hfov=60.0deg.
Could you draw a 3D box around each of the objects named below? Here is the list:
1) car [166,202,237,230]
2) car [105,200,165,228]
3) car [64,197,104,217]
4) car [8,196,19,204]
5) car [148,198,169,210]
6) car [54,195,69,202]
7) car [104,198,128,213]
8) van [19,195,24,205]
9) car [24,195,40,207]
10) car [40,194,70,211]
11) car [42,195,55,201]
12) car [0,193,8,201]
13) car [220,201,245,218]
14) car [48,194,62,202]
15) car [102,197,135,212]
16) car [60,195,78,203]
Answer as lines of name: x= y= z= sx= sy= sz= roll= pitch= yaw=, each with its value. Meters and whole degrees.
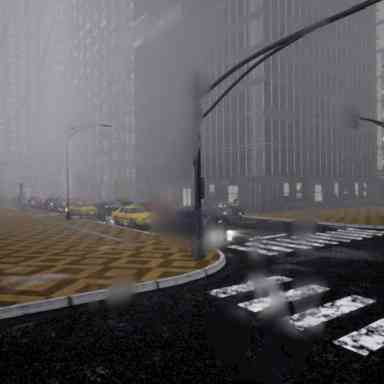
car: x=0.488 y=1.557 z=21.031 sx=1.994 sy=1.385 sz=4.181 roll=-1 pitch=1 yaw=-36
car: x=-4.013 y=1.551 z=22.844 sx=1.752 sy=1.417 sz=4.829 roll=-1 pitch=1 yaw=-36
car: x=-10.448 y=1.533 z=31.908 sx=1.752 sy=1.417 sz=4.829 roll=-1 pitch=1 yaw=-36
car: x=-33.220 y=1.494 z=63.652 sx=2.008 sy=1.369 sz=4.403 roll=-1 pitch=1 yaw=-36
car: x=-4.058 y=1.327 z=36.716 sx=1.967 sy=1.590 sz=4.097 roll=-1 pitch=1 yaw=-36
car: x=-26.824 y=1.406 z=68.255 sx=1.802 sy=1.307 sz=4.206 roll=-1 pitch=1 yaw=-36
car: x=-8.082 y=1.518 z=32.940 sx=2.033 sy=1.411 sz=5.357 roll=-1 pitch=1 yaw=-36
van: x=-26.730 y=1.302 z=54.629 sx=1.690 sy=1.788 sz=3.998 roll=-1 pitch=1 yaw=-36
car: x=-23.483 y=1.411 z=50.120 sx=1.967 sy=1.590 sz=4.097 roll=-1 pitch=1 yaw=-36
car: x=-16.991 y=1.429 z=41.099 sx=1.967 sy=1.590 sz=4.097 roll=-1 pitch=1 yaw=-36
car: x=-33.416 y=1.330 z=77.413 sx=1.752 sy=1.417 sz=4.829 roll=-1 pitch=1 yaw=-36
car: x=-46.204 y=1.449 z=81.693 sx=1.887 sy=1.381 sz=4.507 roll=-1 pitch=1 yaw=-36
car: x=2.494 y=1.454 z=27.736 sx=2.008 sy=1.369 sz=4.403 roll=-1 pitch=1 yaw=-36
car: x=-30.071 y=1.255 z=72.764 sx=1.967 sy=1.590 sz=4.097 roll=-1 pitch=1 yaw=-36
car: x=-8.661 y=1.395 z=38.811 sx=1.882 sy=1.535 sz=5.008 roll=-1 pitch=1 yaw=-36
car: x=-23.579 y=1.384 z=63.744 sx=2.008 sy=1.369 sz=4.403 roll=-1 pitch=1 yaw=-36
